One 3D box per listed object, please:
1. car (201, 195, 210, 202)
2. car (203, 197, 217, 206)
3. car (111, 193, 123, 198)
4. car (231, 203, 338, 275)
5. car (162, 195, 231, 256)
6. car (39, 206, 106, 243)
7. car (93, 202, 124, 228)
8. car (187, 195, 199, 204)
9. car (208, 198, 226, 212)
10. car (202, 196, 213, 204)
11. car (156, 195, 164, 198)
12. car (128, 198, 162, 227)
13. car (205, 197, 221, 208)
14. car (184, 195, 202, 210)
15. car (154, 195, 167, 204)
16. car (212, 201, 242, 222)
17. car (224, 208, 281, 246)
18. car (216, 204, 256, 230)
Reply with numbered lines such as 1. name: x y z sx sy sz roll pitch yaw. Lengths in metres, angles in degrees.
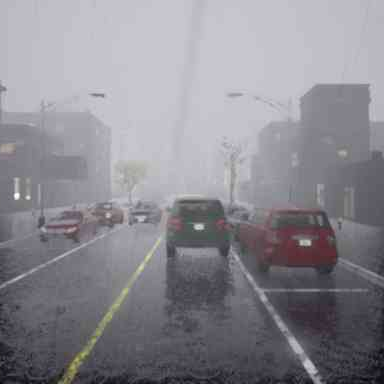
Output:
1. car: 2.876 1.387 71.628 1.887 1.381 4.507 0 0 0
2. car: 2.864 1.443 53.624 1.947 1.339 4.313 0 0 0
3. car: -19.937 0.982 84.979 4.507 1.381 1.887 1 -1 0
4. car: 2.707 1.289 10.329 2.192 1.841 5.009 0 0 0
5. car: 0.151 1.189 13.125 2.150 2.045 5.566 0 0 -2
6. car: -5.673 1.544 15.869 1.802 1.307 4.206 1 0 0
7. car: -5.667 1.389 21.402 1.967 1.590 4.097 1 0 0
8. car: 0.142 1.355 60.392 2.128 1.511 4.902 0 0 0
9. car: 2.784 1.435 37.858 1.752 1.417 4.829 0 0 0
10. car: 2.871 1.441 62.626 1.802 1.307 4.206 0 0 0
11. car: -5.771 1.434 50.712 2.008 1.369 4.403 0 0 0
12. car: -3.083 1.437 22.635 2.128 1.511 4.902 0 0 0
13. car: 2.830 1.443 46.079 2.008 1.369 4.403 0 0 0
14. car: 0.129 1.254 41.256 2.097 1.767 4.553 0 0 0
15. car: -5.769 1.302 61.531 1.967 1.590 4.097 0 0 0
16. car: 2.723 1.480 26.622 1.887 1.381 4.507 0 0 0
17. car: 2.708 1.527 15.862 1.947 1.339 4.313 0 0 0
18. car: 2.712 1.514 21.395 1.947 1.339 4.313 0 0 0
